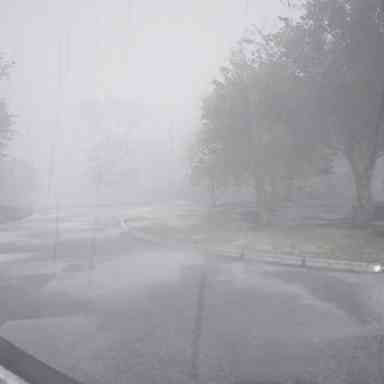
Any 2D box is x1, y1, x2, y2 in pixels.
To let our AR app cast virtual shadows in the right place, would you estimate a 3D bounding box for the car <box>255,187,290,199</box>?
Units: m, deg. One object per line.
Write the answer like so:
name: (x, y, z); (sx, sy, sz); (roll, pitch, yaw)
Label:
car: (10.547, 0.136, 43.191); (4.553, 1.767, 2.097); (-2, 1, -3)
